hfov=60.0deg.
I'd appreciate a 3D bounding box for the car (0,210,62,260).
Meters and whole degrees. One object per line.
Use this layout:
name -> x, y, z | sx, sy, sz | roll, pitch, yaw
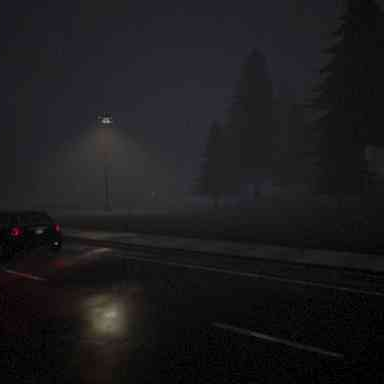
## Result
car -> -7.287, 1.489, 13.350 | 4.553, 1.767, 2.097 | -1, 0, 35
